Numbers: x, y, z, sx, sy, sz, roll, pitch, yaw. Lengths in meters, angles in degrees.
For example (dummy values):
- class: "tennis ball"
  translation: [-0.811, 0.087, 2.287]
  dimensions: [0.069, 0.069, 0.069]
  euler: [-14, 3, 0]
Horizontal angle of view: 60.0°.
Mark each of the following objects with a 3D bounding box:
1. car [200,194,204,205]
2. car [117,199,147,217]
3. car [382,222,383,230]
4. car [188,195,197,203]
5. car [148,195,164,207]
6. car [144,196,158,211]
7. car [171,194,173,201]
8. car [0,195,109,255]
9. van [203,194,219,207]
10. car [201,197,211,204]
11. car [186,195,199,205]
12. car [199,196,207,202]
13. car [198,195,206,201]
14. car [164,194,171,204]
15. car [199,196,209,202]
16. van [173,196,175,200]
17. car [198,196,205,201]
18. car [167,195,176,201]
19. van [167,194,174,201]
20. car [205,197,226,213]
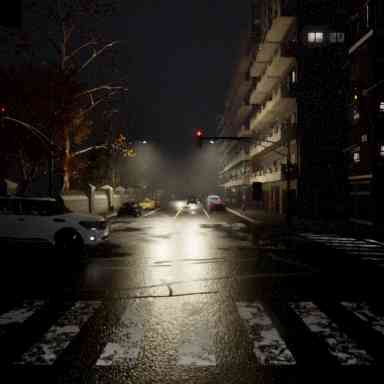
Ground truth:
- class: "car"
  translation: [2.697, 1.480, 53.405]
  dimensions: [1.967, 1.590, 4.097]
  euler: [0, 0, 0]
- class: "car"
  translation: [-5.685, 1.580, 30.884]
  dimensions: [1.947, 1.339, 4.313]
  euler: [0, 0, 0]
- class: "car"
  translation: [13.468, 1.604, 18.561]
  dimensions: [5.009, 1.841, 2.192]
  euler: [1, -1, -1]
- class: "car"
  translation: [0.006, 1.444, 70.019]
  dimensions: [1.837, 1.490, 4.892]
  euler: [0, 0, 0]
- class: "car"
  translation: [-5.684, 1.347, 47.775]
  dimensions: [2.192, 1.841, 5.009]
  euler: [0, 0, 0]
- class: "car"
  translation: [-5.684, 1.550, 41.975]
  dimensions: [1.752, 1.417, 4.829]
  euler: [0, 0, 0]
- class: "car"
  translation: [-5.682, 1.508, 70.295]
  dimensions: [1.967, 1.590, 4.097]
  euler: [0, 0, 0]
- class: "car"
  translation: [-6.034, 1.165, 12.591]
  dimensions: [5.566, 2.045, 2.150]
  euler: [1, -1, -1]
- class: "van"
  translation: [2.697, 1.366, 42.145]
  dimensions: [1.690, 1.788, 3.998]
  euler: [0, 0, 0]
- class: "car"
  translation: [2.697, 1.602, 64.665]
  dimensions: [1.887, 1.381, 4.507]
  euler: [0, 0, 0]
- class: "car"
  translation: [0.004, 1.597, 59.600]
  dimensions: [2.033, 1.411, 5.357]
  euler: [0, 0, 0]
- class: "car"
  translation: [2.697, 1.635, 81.555]
  dimensions: [1.887, 1.381, 4.507]
  euler: [0, 0, 0]
- class: "car"
  translation: [2.698, 1.544, 87.185]
  dimensions: [1.967, 1.590, 4.097]
  euler: [0, 0, 0]
- class: "car"
  translation: [-5.683, 1.498, 64.666]
  dimensions: [1.967, 1.590, 4.097]
  euler: [0, 0, 0]
- class: "car"
  translation: [2.697, 1.629, 75.925]
  dimensions: [2.008, 1.369, 4.403]
  euler: [0, 0, 0]
- class: "van"
  translation: [-5.682, 1.432, 81.556]
  dimensions: [1.690, 1.788, 3.998]
  euler: [0, 0, 0]
- class: "car"
  translation: [2.698, 1.700, 92.816]
  dimensions: [1.802, 1.307, 4.206]
  euler: [0, 0, 0]
- class: "car"
  translation: [-5.682, 1.669, 92.815]
  dimensions: [2.008, 1.369, 4.403]
  euler: [0, 0, 0]
- class: "van"
  translation: [-5.682, 1.445, 87.185]
  dimensions: [1.690, 1.788, 3.998]
  euler: [0, 0, 0]
- class: "car"
  translation: [2.696, 1.564, 36.514]
  dimensions: [1.887, 1.381, 4.507]
  euler: [0, 0, 0]
